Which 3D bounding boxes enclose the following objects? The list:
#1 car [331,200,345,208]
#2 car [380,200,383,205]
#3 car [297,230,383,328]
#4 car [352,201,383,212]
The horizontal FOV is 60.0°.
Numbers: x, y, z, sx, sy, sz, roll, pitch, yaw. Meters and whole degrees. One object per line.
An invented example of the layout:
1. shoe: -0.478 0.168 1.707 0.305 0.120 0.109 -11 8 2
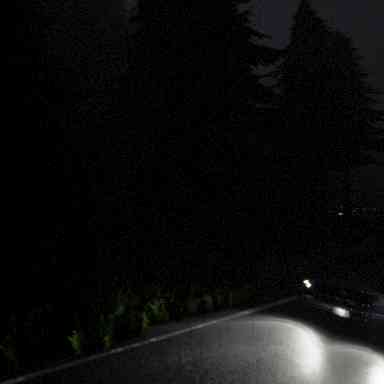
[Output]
1. car: 21.154 2.030 47.840 2.097 1.767 4.553 -2 -1 38
2. car: 30.050 1.997 51.800 5.357 1.411 2.033 -2 2 -25
3. car: 4.503 1.537 6.952 5.357 1.411 2.033 0 0 -37
4. car: 20.866 2.054 40.329 2.033 1.411 5.357 -3 -2 15
